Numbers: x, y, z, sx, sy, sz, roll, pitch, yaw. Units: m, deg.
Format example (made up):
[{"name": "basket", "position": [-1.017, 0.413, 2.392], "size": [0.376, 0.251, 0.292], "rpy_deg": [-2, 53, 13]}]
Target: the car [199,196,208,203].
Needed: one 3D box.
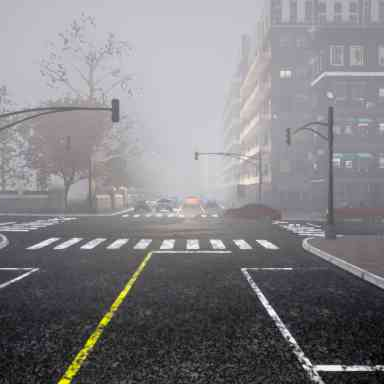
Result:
[{"name": "car", "position": [2.546, 1.619, 73.508], "size": [1.887, 1.381, 4.507], "rpy_deg": [0, 0, 0]}]

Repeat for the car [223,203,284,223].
[{"name": "car", "position": [4.781, 1.577, 26.158], "size": [4.674, 1.442, 1.812], "rpy_deg": [2, 1, 21]}]

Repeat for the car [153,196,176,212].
[{"name": "car", "position": [-3.171, 1.548, 39.117], "size": [1.812, 1.442, 4.674], "rpy_deg": [0, 0, 0]}]

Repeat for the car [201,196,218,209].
[{"name": "car", "position": [2.603, 1.574, 45.357], "size": [1.887, 1.381, 4.507], "rpy_deg": [0, 0, 0]}]

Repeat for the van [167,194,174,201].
[{"name": "van", "position": [-5.869, 1.453, 90.382], "size": [1.690, 1.788, 3.998], "rpy_deg": [0, 0, 0]}]

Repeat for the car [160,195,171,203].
[{"name": "car", "position": [-5.835, 1.515, 73.492], "size": [1.967, 1.590, 4.097], "rpy_deg": [0, 0, 0]}]

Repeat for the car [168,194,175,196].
[{"name": "car", "position": [-3.195, 1.554, 59.232], "size": [1.837, 1.490, 4.892], "rpy_deg": [0, 0, 0]}]

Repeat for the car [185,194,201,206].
[{"name": "car", "position": [-0.006, 1.393, 54.532], "size": [2.097, 1.767, 4.553], "rpy_deg": [0, 0, 0]}]

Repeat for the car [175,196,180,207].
[{"name": "car", "position": [-3.190, 1.635, 49.041], "size": [1.895, 1.301, 4.718], "rpy_deg": [0, 0, 0]}]

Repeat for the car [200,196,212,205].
[{"name": "car", "position": [2.569, 1.494, 62.248], "size": [1.967, 1.590, 4.097], "rpy_deg": [0, 0, 0]}]

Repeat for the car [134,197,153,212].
[{"name": "car", "position": [-5.766, 1.589, 39.710], "size": [1.947, 1.339, 4.313], "rpy_deg": [0, 0, 0]}]

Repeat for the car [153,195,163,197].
[{"name": "car", "position": [-5.788, 1.561, 50.801], "size": [1.752, 1.417, 4.829], "rpy_deg": [0, 0, 0]}]

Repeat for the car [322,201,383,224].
[{"name": "car", "position": [13.413, 1.609, 27.426], "size": [5.009, 1.841, 2.192], "rpy_deg": [1, -1, -1]}]

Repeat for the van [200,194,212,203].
[{"name": "van", "position": [2.592, 1.377, 50.988], "size": [1.690, 1.788, 3.998], "rpy_deg": [0, 0, 0]}]

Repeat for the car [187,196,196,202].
[{"name": "car", "position": [-0.151, 1.620, 76.399], "size": [2.033, 1.411, 5.357], "rpy_deg": [0, 0, 0]}]

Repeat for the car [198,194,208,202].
[{"name": "car", "position": [2.535, 1.401, 79.138], "size": [2.192, 1.841, 5.009], "rpy_deg": [0, 0, 0]}]

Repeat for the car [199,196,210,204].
[{"name": "car", "position": [2.557, 1.615, 67.878], "size": [2.008, 1.369, 4.403], "rpy_deg": [0, 0, 0]}]

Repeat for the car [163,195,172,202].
[{"name": "car", "position": [-5.846, 1.526, 79.121], "size": [1.967, 1.590, 4.097], "rpy_deg": [0, 0, 0]}]
